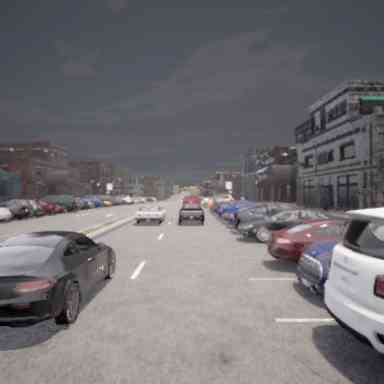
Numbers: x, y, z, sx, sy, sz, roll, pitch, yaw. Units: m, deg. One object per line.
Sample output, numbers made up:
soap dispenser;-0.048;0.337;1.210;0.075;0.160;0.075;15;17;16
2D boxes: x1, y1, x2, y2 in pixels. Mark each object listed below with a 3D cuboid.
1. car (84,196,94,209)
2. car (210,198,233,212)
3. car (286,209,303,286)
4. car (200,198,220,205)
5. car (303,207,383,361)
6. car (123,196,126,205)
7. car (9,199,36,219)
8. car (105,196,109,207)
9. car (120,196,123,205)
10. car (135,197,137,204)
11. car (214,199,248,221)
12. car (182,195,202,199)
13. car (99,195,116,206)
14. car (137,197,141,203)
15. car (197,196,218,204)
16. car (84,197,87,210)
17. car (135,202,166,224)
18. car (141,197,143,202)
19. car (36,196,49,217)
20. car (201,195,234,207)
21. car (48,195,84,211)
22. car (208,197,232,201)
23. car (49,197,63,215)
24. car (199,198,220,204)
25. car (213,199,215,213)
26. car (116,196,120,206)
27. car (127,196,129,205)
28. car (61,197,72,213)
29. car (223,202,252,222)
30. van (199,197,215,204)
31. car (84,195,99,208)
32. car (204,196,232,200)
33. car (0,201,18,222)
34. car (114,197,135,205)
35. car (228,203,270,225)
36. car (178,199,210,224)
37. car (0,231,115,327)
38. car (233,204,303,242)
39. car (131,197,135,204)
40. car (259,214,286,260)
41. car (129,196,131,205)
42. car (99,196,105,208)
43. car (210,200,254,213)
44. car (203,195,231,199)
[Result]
car;-15.977;1.667;43.726;4.792;1.488;2.163;0;0;0
car;4.525;1.574;32.368;4.892;1.521;2.231;0;0;0
car;4.704;1.364;7.268;4.553;1.767;2.185;0;0;0
car;4.295;2.246;79.585;4.792;1.488;2.163;0;-1;0
car;4.716;1.234;4.455;5.566;2.045;2.435;0;0;0
car;-16.065;1.591;63.018;5.566;2.045;2.435;0;-1;0
car;-15.853;1.573;27.184;4.792;1.488;2.163;0;0;0
car;-16.008;1.737;51.995;4.674;1.452;2.002;0;-1;0
car;-16.044;1.543;60.266;5.566;2.045;2.435;0;-1;0
car;-16.169;1.905;76.795;5.566;2.045;2.435;0;-1;0
car;4.557;1.547;26.685;5.008;1.535;2.097;0;0;0
car;-0.138;1.371;43.021;2.150;2.045;5.566;0;0;0
car;-15.846;1.719;54.755;5.366;1.575;1.946;0;-1;0
car;-16.445;2.360;85.058;5.366;1.575;1.946;0;-1;0
car;4.175;2.238;90.586;5.566;2.045;2.435;0;-1;0
car;-15.925;1.660;40.969;4.674;1.452;2.002;0;0;0
car;-3.039;1.663;25.311;1.895;1.301;4.718;0;0;0
car;-16.465;2.427;87.817;5.366;1.575;1.946;0;-1;0
car;-15.813;1.431;29.942;4.553;1.767;2.185;0;0;0
car;4.362;1.490;57.374;5.566;2.045;2.435;0;-1;0
car;-15.935;1.351;38.214;5.566;2.045;2.435;0;0;0
car;4.521;1.586;35.148;5.008;1.535;2.097;0;0;0
car;-15.860;1.570;32.698;5.008;1.535;2.097;0;0;0
car;4.245;2.288;82.365;5.008;1.535;2.097;0;-1;0
car;4.576;1.589;29.590;4.792;1.488;2.163;0;0;0
car;-16.024;1.505;57.509;5.566;2.045;2.435;0;-1;0
car;-16.164;1.984;68.521;4.792;1.488;2.163;0;-1;0
car;-15.857;1.615;35.454;4.792;1.488;2.163;0;0;0
car;4.591;1.567;21.252;4.674;1.452;2.002;0;0;0
van;4.307;2.331;93.485;4.442;1.987;1.878;0;-1;0
car;-16.000;1.531;46.484;4.553;1.767;2.185;0;0;0
car;4.655;1.629;43.360;5.366;1.575;1.946;0;0;0
car;-15.800;1.572;24.391;4.674;1.452;2.002;0;0;0
car;-16.187;2.100;79.549;4.553;1.767;2.185;0;-1;0
car;4.638;1.547;18.473;4.792;1.488;2.163;0;0;0
car;-0.038;1.552;25.138;2.128;1.511;4.902;0;0;0
car;-2.937;1.535;6.970;1.812;1.442;4.674;0;0;0
car;4.631;1.510;15.694;4.892;1.521;2.231;0;0;0
car;-16.205;1.835;74.039;5.566;2.045;2.435;0;-1;0
car;4.653;1.535;10.137;4.674;1.452;2.002;0;0;0
car;-16.187;1.892;71.281;4.553;1.767;2.185;0;-1;0
car;-15.984;1.674;49.241;5.008;1.535;2.097;0;0;0
car;4.471;1.630;37.926;4.792;1.488;2.163;0;0;0
car;4.391;1.560;51.820;4.553;1.767;2.185;0;0;0
